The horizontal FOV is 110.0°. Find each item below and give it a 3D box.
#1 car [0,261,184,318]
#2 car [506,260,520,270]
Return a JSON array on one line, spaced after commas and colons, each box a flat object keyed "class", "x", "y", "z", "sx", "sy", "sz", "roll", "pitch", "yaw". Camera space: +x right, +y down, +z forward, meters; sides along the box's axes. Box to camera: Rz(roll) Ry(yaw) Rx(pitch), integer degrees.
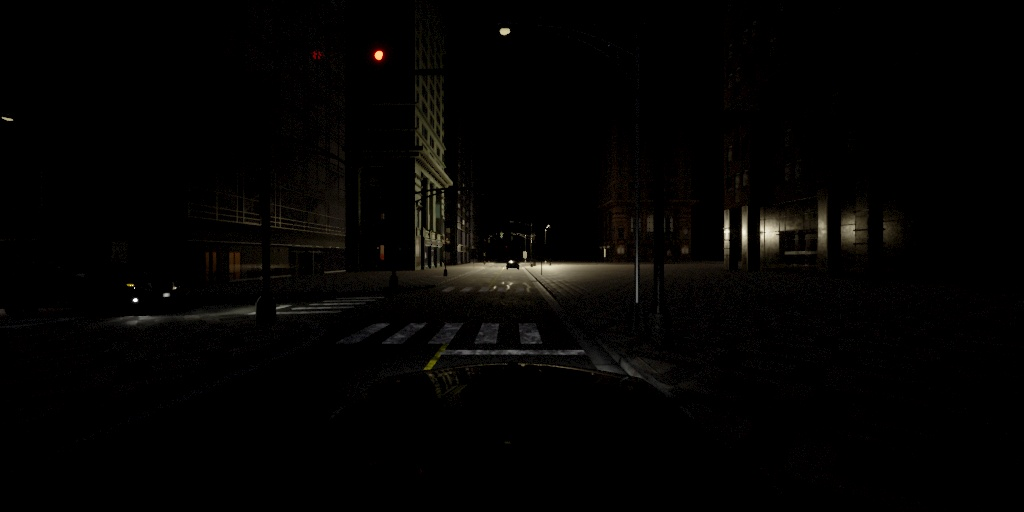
[{"class": "car", "x": -16.103, "y": 1.192, "z": 13.818, "sx": 5.566, "sy": 2.045, "sz": 2.150, "roll": -1, "pitch": 0, "yaw": 0}, {"class": "car", "x": 0.117, "y": 1.325, "z": 53.436, "sx": 1.994, "sy": 1.385, "sz": 4.181, "roll": 0, "pitch": 0, "yaw": 0}]
